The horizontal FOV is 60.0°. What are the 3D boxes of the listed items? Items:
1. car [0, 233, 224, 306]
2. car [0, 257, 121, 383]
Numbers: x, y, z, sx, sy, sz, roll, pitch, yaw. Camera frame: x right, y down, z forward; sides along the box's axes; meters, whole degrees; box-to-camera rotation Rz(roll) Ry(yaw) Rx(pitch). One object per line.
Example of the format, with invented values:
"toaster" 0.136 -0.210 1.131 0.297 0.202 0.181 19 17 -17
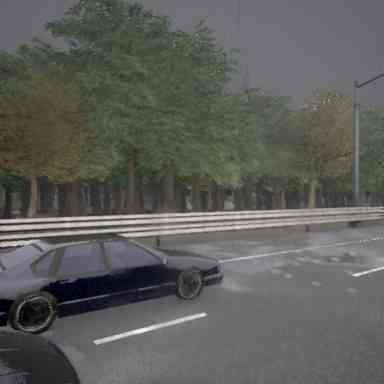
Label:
"car" -1.893 1.565 6.695 5.357 1.411 2.033 1 0 -36
"car" -3.029 1.493 1.581 4.892 1.490 1.837 1 0 -36
